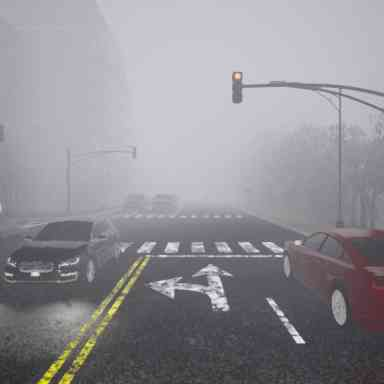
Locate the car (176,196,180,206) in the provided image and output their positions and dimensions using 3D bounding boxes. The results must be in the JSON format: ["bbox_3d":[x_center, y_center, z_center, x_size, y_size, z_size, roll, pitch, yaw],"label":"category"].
[{"bbox_3d":[-3.353,1.227,50.269,2.150,2.045,5.566,0,1,0],"label":"car"}]

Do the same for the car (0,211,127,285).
[{"bbox_3d":[-3.353,1.503,9.544,1.837,1.490,4.892,0,0,0],"label":"car"}]

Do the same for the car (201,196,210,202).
[{"bbox_3d":[3.242,1.557,78.613,1.812,1.442,4.674,0,0,0],"label":"car"}]

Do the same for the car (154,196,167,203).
[{"bbox_3d":[-6.514,1.572,68.976,2.033,1.411,5.357,0,0,0],"label":"car"}]

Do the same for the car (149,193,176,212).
[{"bbox_3d":[-3.355,1.227,39.046,2.150,2.045,5.566,0,0,-1],"label":"car"}]

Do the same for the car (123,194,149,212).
[{"bbox_3d":[-6.603,1.227,39.177,2.150,2.045,5.566,0,0,0],"label":"car"}]

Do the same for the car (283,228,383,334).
[{"bbox_3d":[3.349,1.477,6.908,1.882,1.535,5.008,0,0,0],"label":"car"}]

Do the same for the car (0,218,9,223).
[{"bbox_3d":[-6.604,1.525,9.955,1.812,1.442,4.674,0,0,0],"label":"car"}]

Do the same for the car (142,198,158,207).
[{"bbox_3d":[-6.600,1.613,52.386,1.895,1.301,4.718,0,0,0],"label":"car"}]
